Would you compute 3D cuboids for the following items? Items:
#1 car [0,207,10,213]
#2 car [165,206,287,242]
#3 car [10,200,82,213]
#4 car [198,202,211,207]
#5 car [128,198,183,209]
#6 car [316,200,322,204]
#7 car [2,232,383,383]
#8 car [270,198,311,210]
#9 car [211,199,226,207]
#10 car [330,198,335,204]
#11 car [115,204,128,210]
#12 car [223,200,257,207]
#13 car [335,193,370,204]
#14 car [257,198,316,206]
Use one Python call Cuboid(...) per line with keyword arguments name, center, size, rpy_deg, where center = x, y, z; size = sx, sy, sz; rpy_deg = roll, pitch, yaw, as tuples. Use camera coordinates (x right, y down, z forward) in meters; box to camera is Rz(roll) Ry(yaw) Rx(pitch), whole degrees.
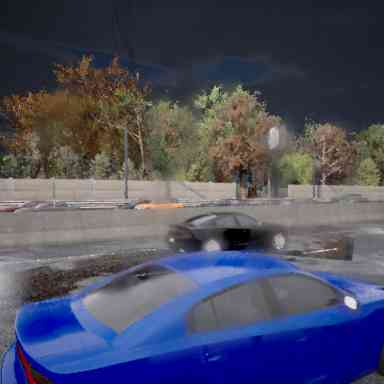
Cuboid(name="car", center=(-13.557, 1.478, 28.339), size=(5.008, 1.535, 1.882), rpy_deg=(0, 0, -30))
Cuboid(name="car", center=(1.433, 1.477, 12.540), size=(5.008, 1.535, 1.882), rpy_deg=(0, 0, -30))
Cuboid(name="car", center=(-11.067, 1.492, 25.738), size=(4.902, 1.511, 2.128), rpy_deg=(0, 0, -30))
Cuboid(name="car", center=(3.292, 1.548, 38.178), size=(5.357, 1.411, 2.033), rpy_deg=(0, 0, -30))
Cuboid(name="car", center=(-3.077, 1.352, 30.401), size=(4.553, 1.767, 2.097), rpy_deg=(0, 0, -30))
Cuboid(name="car", center=(13.528, 1.494, 40.093), size=(4.902, 1.511, 2.128), rpy_deg=(0, 0, -30))
Cuboid(name="car", center=(0.626, 1.477, 3.963), size=(5.008, 1.535, 1.882), rpy_deg=(0, 0, -30))
Cuboid(name="car", center=(13.017, 1.550, 43.848), size=(5.357, 1.411, 2.033), rpy_deg=(0, 0, -30))
Cuboid(name="car", center=(5.119, 1.548, 35.186), size=(5.357, 1.411, 2.033), rpy_deg=(0, 0, -30))
Cuboid(name="car", center=(23.190, 1.234, 49.779), size=(5.566, 2.045, 2.150), rpy_deg=(0, 0, -30))
Cuboid(name="car", center=(-5.179, 1.505, 33.224), size=(4.892, 1.490, 1.837), rpy_deg=(0, 0, -30))
Cuboid(name="car", center=(5.689, 1.601, 31.469), size=(4.718, 1.301, 1.895), rpy_deg=(0, 0, -30))
Cuboid(name="car", center=(22.053, 1.359, 45.067), size=(4.553, 1.767, 2.097), rpy_deg=(0, 0, -30))
Cuboid(name="car", center=(8.266, 1.526, 28.922), size=(4.674, 1.442, 1.812), rpy_deg=(0, 0, -30))
